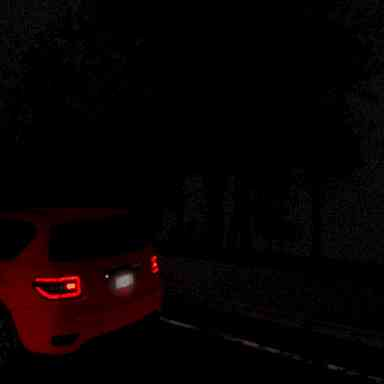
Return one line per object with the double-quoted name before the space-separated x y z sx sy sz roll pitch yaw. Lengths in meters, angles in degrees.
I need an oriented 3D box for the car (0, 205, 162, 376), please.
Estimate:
"car" -3.058 1.259 5.876 5.566 2.045 2.150 0 0 35
